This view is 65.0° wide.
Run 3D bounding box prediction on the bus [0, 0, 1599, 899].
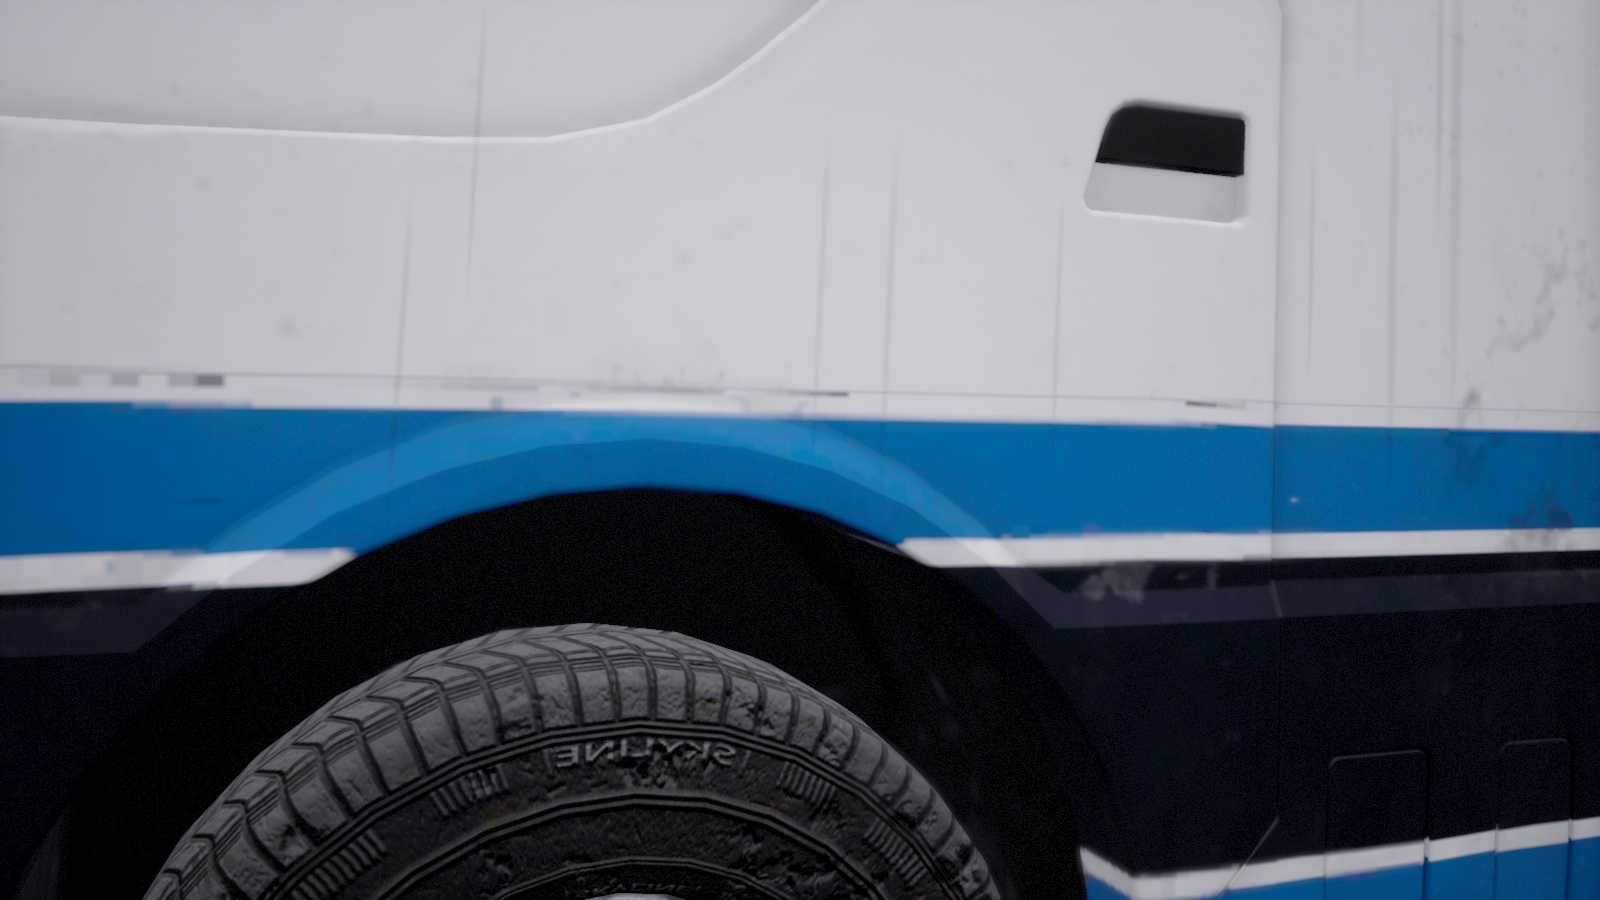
[{"bbox_3d":[2.051,-0.666,4.001,10.273,4.253,3.944,-1,1,-21],"label":"bus"}]
